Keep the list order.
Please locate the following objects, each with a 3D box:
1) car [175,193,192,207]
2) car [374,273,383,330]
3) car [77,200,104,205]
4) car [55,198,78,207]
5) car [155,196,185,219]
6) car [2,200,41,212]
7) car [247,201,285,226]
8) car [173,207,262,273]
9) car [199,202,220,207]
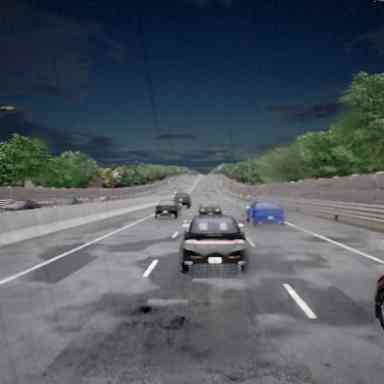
[{"bbox_3d":[-1.243,1.139,44.970,2.150,2.045,5.566,-1,0,3],"label":"car"},{"bbox_3d":[3.844,1.292,3.381,2.097,1.767,4.553,-1,0,3],"label":"car"},{"bbox_3d":[-12.084,1.642,41.263,1.895,1.301,4.718,-1,0,3],"label":"car"},{"bbox_3d":[-15.542,1.588,42.132,1.837,1.490,4.892,-1,0,3],"label":"car"},{"bbox_3d":[-1.989,1.410,28.784,1.882,1.535,5.008,-1,0,3],"label":"car"},{"bbox_3d":[-19.247,1.673,37.952,2.033,1.411,5.357,-1,0,3],"label":"car"},{"bbox_3d":[4.713,1.347,21.899,1.882,1.535,5.008,-1,0,3],"label":"car"},{"bbox_3d":[0.677,1.442,10.530,2.128,1.511,4.902,-1,0,3],"label":"car"},{"bbox_3d":[1.544,1.492,29.010,1.895,1.301,4.718,-1,0,3],"label":"car"}]
